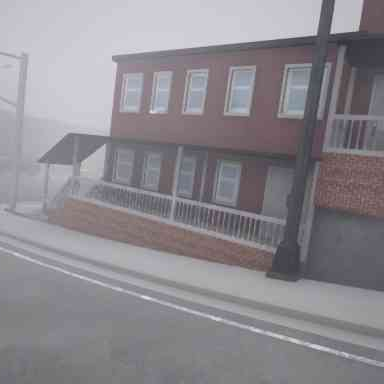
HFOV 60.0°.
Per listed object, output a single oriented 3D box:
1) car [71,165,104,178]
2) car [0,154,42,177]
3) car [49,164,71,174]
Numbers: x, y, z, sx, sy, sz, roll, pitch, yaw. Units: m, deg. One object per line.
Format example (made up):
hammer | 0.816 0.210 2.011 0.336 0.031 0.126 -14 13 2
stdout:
car | -12.071 -2.493 41.706 1.882 1.535 5.008 11 7 35
car | -18.012 -2.751 33.390 2.150 2.045 5.566 11 7 36
car | -15.842 -3.029 42.390 1.837 1.490 4.892 11 7 35
